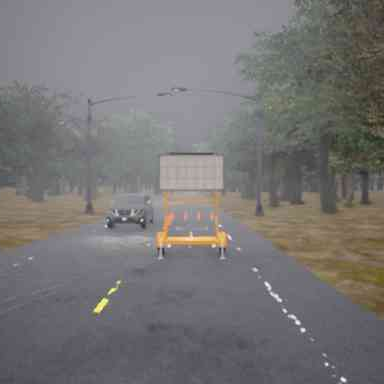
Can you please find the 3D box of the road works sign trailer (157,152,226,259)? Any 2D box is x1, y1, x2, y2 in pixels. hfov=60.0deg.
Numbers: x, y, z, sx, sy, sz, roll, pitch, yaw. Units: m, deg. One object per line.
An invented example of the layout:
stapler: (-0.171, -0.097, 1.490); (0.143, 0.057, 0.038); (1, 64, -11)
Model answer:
road works sign trailer: (-0.016, 0.364, 12.109); (2.380, 3.560, 2.880); (0, 0, 0)

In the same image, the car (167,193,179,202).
car: (-3.540, 1.025, 62.473); (1.837, 1.490, 4.892); (0, 0, 1)

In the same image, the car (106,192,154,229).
car: (-3.599, 1.057, 20.402); (2.150, 2.045, 5.566); (0, 0, 0)
